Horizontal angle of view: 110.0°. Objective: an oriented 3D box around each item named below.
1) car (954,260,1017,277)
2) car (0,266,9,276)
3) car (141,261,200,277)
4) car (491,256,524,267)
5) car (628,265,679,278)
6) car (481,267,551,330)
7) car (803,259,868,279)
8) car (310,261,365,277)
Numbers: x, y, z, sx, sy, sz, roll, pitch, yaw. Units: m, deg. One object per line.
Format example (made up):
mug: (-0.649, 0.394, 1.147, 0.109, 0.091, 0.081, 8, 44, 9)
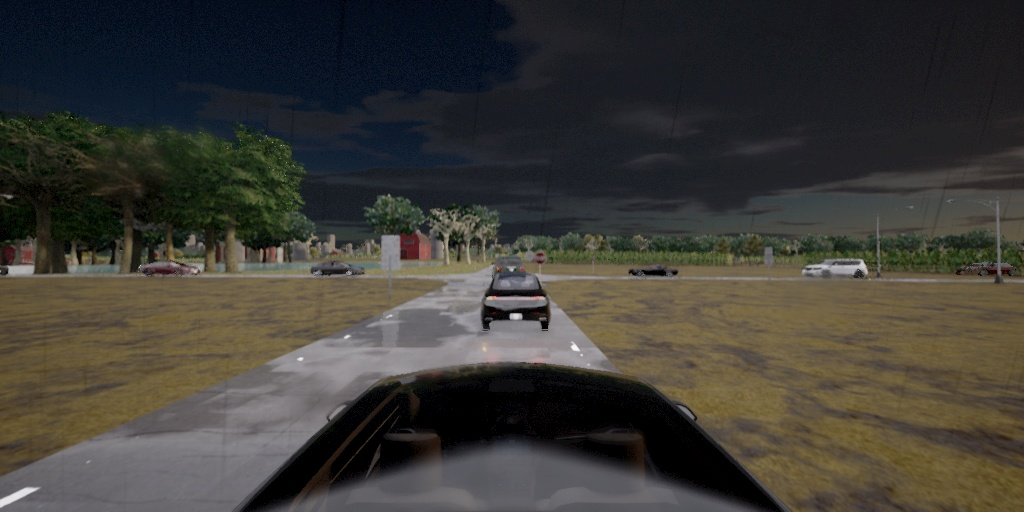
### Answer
car: (49.140, 1.248, 37.295, 4.553, 1.767, 2.097, 1, -1, 0)
car: (-51.811, 1.224, 34.559, 5.008, 1.535, 1.882, 0, -1, 0)
car: (-32.775, 1.235, 34.459, 4.674, 1.442, 1.812, 0, -1, 0)
car: (-0.342, 1.048, 26.992, 2.150, 2.045, 5.566, 0, 0, -6)
car: (14.638, 1.581, 37.395, 4.718, 1.301, 1.895, 0, -1, 0)
car: (0.103, 1.274, 11.211, 2.128, 1.511, 4.902, 0, 0, 0)
car: (33.647, 1.355, 37.389, 5.566, 2.045, 2.150, 0, -1, 0)
car: (-16.674, 1.255, 34.451, 4.892, 1.490, 1.837, 0, -1, 0)
